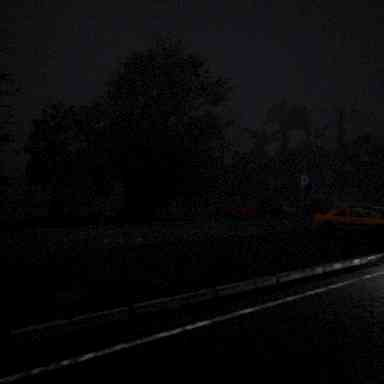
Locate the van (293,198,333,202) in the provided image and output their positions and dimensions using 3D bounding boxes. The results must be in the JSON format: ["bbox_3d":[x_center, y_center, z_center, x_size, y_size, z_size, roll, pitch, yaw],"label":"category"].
[{"bbox_3d":[13.105,1.660,37.824,1.878,1.987,4.442,2,-1,-35],"label":"van"}]

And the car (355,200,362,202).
[{"bbox_3d":[17.579,2.021,40.864,2.097,1.535,5.008,2,-1,-35],"label":"car"}]

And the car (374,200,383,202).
[{"bbox_3d":[16.062,1.619,23.764,2.185,1.767,4.553,2,-1,-35],"label":"car"}]

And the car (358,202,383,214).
[{"bbox_3d":[26.806,2.299,47.221,1.946,1.575,5.366,2,-1,-36],"label":"car"}]

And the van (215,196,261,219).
[{"bbox_3d":[3.987,1.404,31.325,1.878,1.987,4.442,1,-1,-35],"label":"van"}]

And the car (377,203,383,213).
[{"bbox_3d":[31.204,2.441,50.590,2.097,1.535,5.008,2,-1,-35],"label":"car"}]

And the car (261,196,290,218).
[{"bbox_3d":[6.394,1.434,32.931,2.435,2.045,5.566,1,-1,-35],"label":"car"}]

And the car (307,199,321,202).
[{"bbox_3d":[10.916,1.817,36.112,2.231,1.521,4.892,2,-1,-35],"label":"car"}]

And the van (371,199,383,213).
[{"bbox_3d":[29.025,2.146,48.886,1.878,1.987,4.442,2,-1,-35],"label":"van"}]

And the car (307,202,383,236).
[{"bbox_3d":[9.414,1.580,18.758,1.946,1.575,5.366,1,-1,-35],"label":"car"}]

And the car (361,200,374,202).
[{"bbox_3d":[19.936,2.094,42.544,2.097,1.535,5.008,2,-1,-35],"label":"car"}]

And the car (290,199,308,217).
[{"bbox_3d":[8.767,1.746,34.361,1.946,1.575,5.366,2,-1,-35],"label":"car"}]
